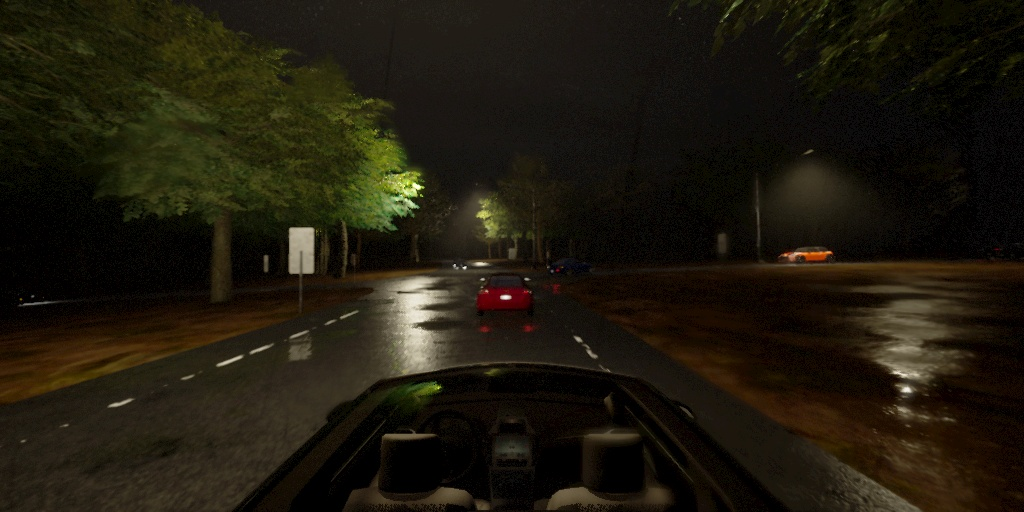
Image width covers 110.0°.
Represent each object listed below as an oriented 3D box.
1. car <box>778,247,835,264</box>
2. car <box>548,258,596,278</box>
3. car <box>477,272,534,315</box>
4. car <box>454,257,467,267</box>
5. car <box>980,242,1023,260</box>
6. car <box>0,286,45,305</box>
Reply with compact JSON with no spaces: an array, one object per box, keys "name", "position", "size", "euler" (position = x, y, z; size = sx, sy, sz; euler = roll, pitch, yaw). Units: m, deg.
[{"name":"car","position":[29.486,-0.109,36.028],"size":[4.553,1.767,2.097],"euler":[-2,0,-1]},{"name":"car","position":[4.929,0.913,29.493],"size":[4.674,1.442,1.812],"euler":[-3,1,-39]},{"name":"car","position":[-0.258,1.304,13.599],"size":[1.994,1.385,4.181],"euler":[0,0,-2]},{"name":"car","position":[-8.700,1.117,61.212],"size":[2.033,1.411,5.357],"euler":[0,0,-8]},{"name":"car","position":[46.428,-0.432,33.001],"size":[4.902,1.511,2.128],"euler":[-1,-1,1]},{"name":"car","position":[-37.331,2.896,26.130],"size":[4.181,1.385,1.994],"euler":[-3,0,-9]}]
